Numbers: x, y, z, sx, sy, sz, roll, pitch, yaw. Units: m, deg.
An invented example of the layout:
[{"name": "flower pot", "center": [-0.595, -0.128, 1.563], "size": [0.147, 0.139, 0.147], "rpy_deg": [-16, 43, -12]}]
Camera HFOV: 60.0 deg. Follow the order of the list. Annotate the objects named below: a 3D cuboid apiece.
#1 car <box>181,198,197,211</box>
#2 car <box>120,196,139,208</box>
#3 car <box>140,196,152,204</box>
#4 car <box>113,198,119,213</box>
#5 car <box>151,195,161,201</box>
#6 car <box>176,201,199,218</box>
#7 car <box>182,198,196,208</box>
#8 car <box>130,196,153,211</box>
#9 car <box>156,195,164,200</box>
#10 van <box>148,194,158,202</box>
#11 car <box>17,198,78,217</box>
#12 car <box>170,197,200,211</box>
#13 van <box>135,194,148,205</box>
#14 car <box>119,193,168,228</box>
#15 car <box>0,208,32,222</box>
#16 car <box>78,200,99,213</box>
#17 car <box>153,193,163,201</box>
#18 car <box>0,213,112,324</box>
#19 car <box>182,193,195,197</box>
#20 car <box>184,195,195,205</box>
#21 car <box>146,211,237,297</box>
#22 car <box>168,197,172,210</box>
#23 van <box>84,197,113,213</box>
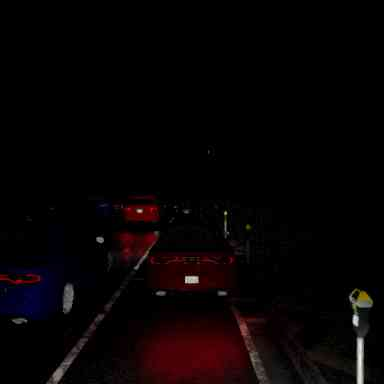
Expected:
[{"name": "car", "center": [-0.385, 1.543, 42.263], "size": [1.887, 1.381, 4.507], "rpy_deg": [0, 0, 0]}, {"name": "car", "center": [-8.911, 1.438, 47.891], "size": [1.967, 1.590, 4.097], "rpy_deg": [0, 0, 0]}, {"name": "car", "center": [-8.911, 1.525, 64.631], "size": [1.752, 1.417, 4.829], "rpy_deg": [0, 0, 0]}, {"name": "car", "center": [-8.911, 1.438, 36.617], "size": [1.967, 1.590, 4.097], "rpy_deg": [0, 0, 0]}, {"name": "car", "center": [-8.911, 1.446, 81.710], "size": [1.967, 1.590, 4.097], "rpy_deg": [0, 0, 0]}, {"name": "car", "center": [-0.385, 1.564, 30.990], "size": [1.947, 1.339, 4.313], "rpy_deg": [0, 0, 0]}, {"name": "car", "center": [-0.385, 1.564, 47.899], "size": [1.947, 1.339, 4.313], "rpy_deg": [0, 0, 0]}, {"name": "car", "center": [-6.211, 1.349, 41.111], "size": [2.097, 1.767, 4.553], "rpy_deg": [0, 0, 0]}, {"name": "car", "center": [-8.911, 1.576, 92.984], "size": [1.947, 1.339, 4.313], "rpy_deg": [0, 0, 0]}, {"name": "van", "center": [-8.912, 1.344, 76.073], "size": [1.690, 1.788, 3.998], "rpy_deg": [0, 0, 0]}, {"name": "car", "center": [-8.911, 1.314, 19.706], "size": [2.192, 1.841, 5.009], "rpy_deg": [0, 0, 0]}, {"name": "car", "center": [-0.386, 1.439, 25.353], "size": [1.967, 1.590, 4.097], "rpy_deg": [0, 0, 0]}, {"name": "van", "center": [-8.911, 1.339, 59.164], "size": [1.690, 1.788, 3.998], "rpy_deg": [0, 0, 0]}, {"name": "car", "center": [-3.082, 1.222, 22.503], "size": [2.150, 2.045, 5.566], "rpy_deg": [0, 0, 0]}, {"name": "car", "center": [-8.910, 1.565, 14.070], "size": [1.947, 1.339, 4.313], "rpy_deg": [0, 0, 0]}, {"name": "car", "center": [-8.910, 1.543, 25.344], "size": [1.887, 1.381, 4.507], "rpy_deg": [0, 0, 0]}, {"name": "car", "center": [-8.912, 1.323, 87.347], "size": [2.192, 1.841, 5.009], "rpy_deg": [0, 0, 0]}, {"name": "car", "center": [-3.147, 1.477, 7.344], "size": [1.882, 1.535, 5.008], "rpy_deg": [0, 0, 0]}, {"name": "car", "center": [-0.386, 1.313, 36.627], "size": [2.192, 1.841, 5.009], "rpy_deg": [0, 0, 0]}, {"name": "car", "center": [-0.386, 1.439, 59.171], "size": [1.967, 1.590, 4.097], "rpy_deg": [0, 0, 0]}, {"name": "car", "center": [-0.005, 1.477, 8.651], "size": [1.882, 1.535, 5.008], "rpy_deg": [0, 0, 0]}, {"name": "car", "center": [-3.073, 1.562, 38.852], "size": [1.994, 1.385, 4.181], "rpy_deg": [0, 0, 0]}, {"name": "van", "center": [-8.911, 1.339, 30.980], "size": [1.690, 1.788, 3.998], "rpy_deg": [0, 0, 0]}]
